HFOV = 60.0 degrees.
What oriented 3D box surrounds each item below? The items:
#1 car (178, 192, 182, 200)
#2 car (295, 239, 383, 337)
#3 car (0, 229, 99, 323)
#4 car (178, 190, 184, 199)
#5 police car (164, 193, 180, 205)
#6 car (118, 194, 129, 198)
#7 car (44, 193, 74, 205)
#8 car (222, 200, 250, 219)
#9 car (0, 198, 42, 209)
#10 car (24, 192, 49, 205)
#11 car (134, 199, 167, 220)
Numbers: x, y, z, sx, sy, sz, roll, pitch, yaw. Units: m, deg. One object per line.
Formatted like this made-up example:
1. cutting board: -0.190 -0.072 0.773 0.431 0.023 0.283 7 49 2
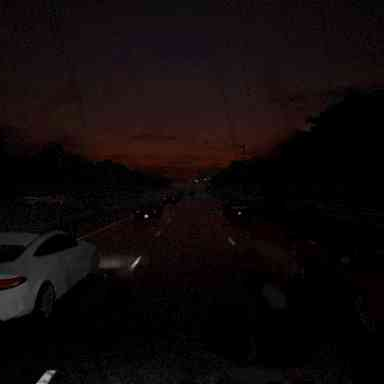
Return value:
1. car: -3.487 1.218 63.969 2.033 1.411 5.357 0 0 0
2. car: 3.601 1.576 6.553 1.895 1.301 4.718 0 0 0
3. car: -3.398 1.499 7.016 1.812 1.442 4.674 0 0 0
4. car: -3.485 0.931 74.938 2.097 1.767 4.553 0 1 0
5. police car: -3.489 1.256 52.970 2.038 1.542 4.974 0 0 0
6. car: -13.987 1.189 67.749 1.994 1.385 4.181 0 0 0
7. car: -17.569 1.279 44.725 1.882 1.535 5.008 0 0 0
8. car: 3.606 1.378 27.553 2.128 1.511 4.902 0 0 0
9. car: -14.093 1.441 25.858 2.033 1.411 5.357 0 0 0
10. car: -21.066 1.022 45.147 2.150 2.045 5.566 0 0 0
11. car: -3.395 1.489 27.002 1.895 1.301 4.718 0 0 0
